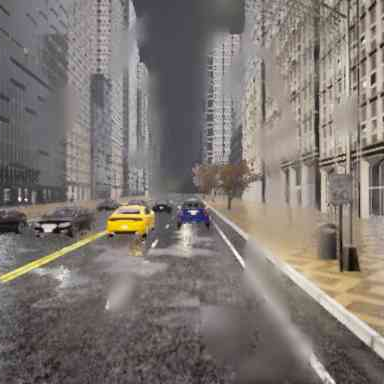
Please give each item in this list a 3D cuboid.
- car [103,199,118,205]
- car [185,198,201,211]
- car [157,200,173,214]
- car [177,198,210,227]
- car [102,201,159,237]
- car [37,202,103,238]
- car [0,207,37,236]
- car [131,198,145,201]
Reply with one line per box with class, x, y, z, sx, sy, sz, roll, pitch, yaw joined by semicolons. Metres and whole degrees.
car;-9.770;1.575;39.649;2.033;1.411;5.357;0;0;0
car;0.084;1.504;41.371;1.882;1.535;5.008;0;0;0
car;-3.165;1.588;36.379;1.994;1.385;4.181;0;0;0
car;0.091;1.367;23.016;2.097;1.767;4.553;0;0;0
car;-3.158;1.490;18.052;1.882;1.535;5.008;0;0;0
car;-6.607;1.504;17.732;2.128;1.511;4.902;0;0;0
car;-9.856;1.504;16.125;2.128;1.511;4.902;0;0;0
car;-6.520;1.522;39.649;2.128;1.511;4.902;0;0;0
